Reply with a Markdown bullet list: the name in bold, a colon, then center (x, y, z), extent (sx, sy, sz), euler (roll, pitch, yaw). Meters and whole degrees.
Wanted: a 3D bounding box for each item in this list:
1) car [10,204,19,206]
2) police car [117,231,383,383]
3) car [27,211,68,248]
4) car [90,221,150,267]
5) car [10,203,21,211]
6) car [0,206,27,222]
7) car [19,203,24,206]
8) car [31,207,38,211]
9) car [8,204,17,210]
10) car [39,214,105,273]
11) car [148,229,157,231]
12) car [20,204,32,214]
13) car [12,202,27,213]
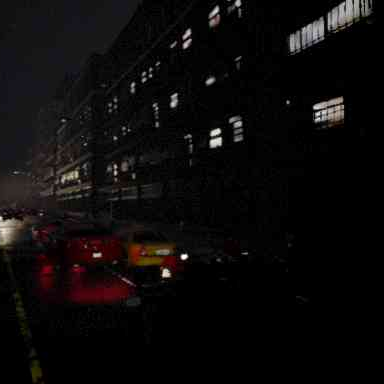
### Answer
- **car**: center (-25.782, 2.734, 46.533), extent (1.994, 1.385, 4.181), euler (1, -2, -31)
- **police car**: center (0.386, 1.527, 3.547), extent (1.930, 1.638, 5.238), euler (1, -2, -16)
- **car**: center (-7.191, 1.957, 17.213), extent (1.812, 1.442, 4.674), euler (1, -2, -31)
- **car**: center (-2.093, 1.843, 12.148), extent (1.752, 1.417, 4.829), euler (3, -3, -31)
- **car**: center (-39.073, 3.357, 73.593), extent (1.967, 1.590, 4.097), euler (3, -3, -31)
- **car**: center (-19.432, 2.497, 36.026), extent (1.895, 1.301, 4.718), euler (1, -2, -31)
- **car**: center (-24.798, 2.814, 49.911), extent (1.887, 1.381, 4.507), euler (3, -3, -31)
- **car**: center (-13.402, 2.331, 30.956), extent (2.008, 1.369, 4.403), euler (3, -3, -31)
- **car**: center (-44.774, 3.769, 83.066), extent (1.802, 1.307, 4.206), euler (3, -3, -31)
- **car**: center (-4.099, 1.784, 12.071), extent (1.882, 1.535, 5.008), euler (1, -2, -31)
- **car**: center (0.844, 1.746, 7.261), extent (1.887, 1.381, 4.507), euler (3, -3, -31)
- **car**: center (-21.949, 2.689, 45.173), extent (1.887, 1.381, 4.507), euler (3, -3, -31)
- **car**: center (-33.370, 2.968, 64.120), extent (2.192, 1.841, 5.009), euler (3, -3, -31)
